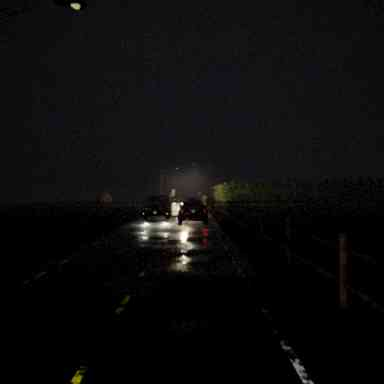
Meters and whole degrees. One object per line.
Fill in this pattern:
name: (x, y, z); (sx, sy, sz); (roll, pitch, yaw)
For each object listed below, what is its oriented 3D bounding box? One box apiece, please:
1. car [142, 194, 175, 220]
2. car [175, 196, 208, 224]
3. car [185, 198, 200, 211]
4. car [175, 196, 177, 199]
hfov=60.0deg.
car: (-2.864, 1.239, 28.485); (2.150, 2.045, 5.566); (0, 0, 0)
car: (0.087, 1.367, 24.849); (2.097, 1.767, 4.553); (0, 0, 0)
car: (0.081, 1.534, 42.857); (1.837, 1.490, 4.892); (0, 0, 0)
car: (-2.787, 1.540, 69.858); (1.837, 1.490, 4.892); (0, 0, 0)
